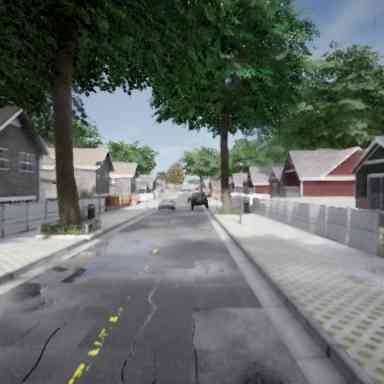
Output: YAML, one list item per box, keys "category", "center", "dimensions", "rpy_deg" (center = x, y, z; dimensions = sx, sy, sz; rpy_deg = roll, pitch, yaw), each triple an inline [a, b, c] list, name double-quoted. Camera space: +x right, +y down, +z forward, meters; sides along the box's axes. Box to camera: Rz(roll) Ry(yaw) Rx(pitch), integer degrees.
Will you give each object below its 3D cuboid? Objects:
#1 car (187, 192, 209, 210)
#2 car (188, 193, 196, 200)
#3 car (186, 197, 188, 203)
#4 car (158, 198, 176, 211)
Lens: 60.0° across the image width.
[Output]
- category: "car"
  center: [0.872, 1.012, 41.491]
  dimensions: [2.150, 2.045, 5.566]
  rpy_deg: [-5, 0, 0]
- category: "car"
  center: [-0.005, 1.055, 76.425]
  dimensions: [1.882, 1.535, 5.008]
  rpy_deg: [0, 0, 0]
- category: "car"
  center: [-0.004, 1.285, 60.329]
  dimensions: [1.837, 1.490, 4.892]
  rpy_deg: [0, 0, 0]
- category: "car"
  center: [-2.845, 1.422, 38.824]
  dimensions: [2.033, 1.411, 5.357]
  rpy_deg: [0, 0, 0]
